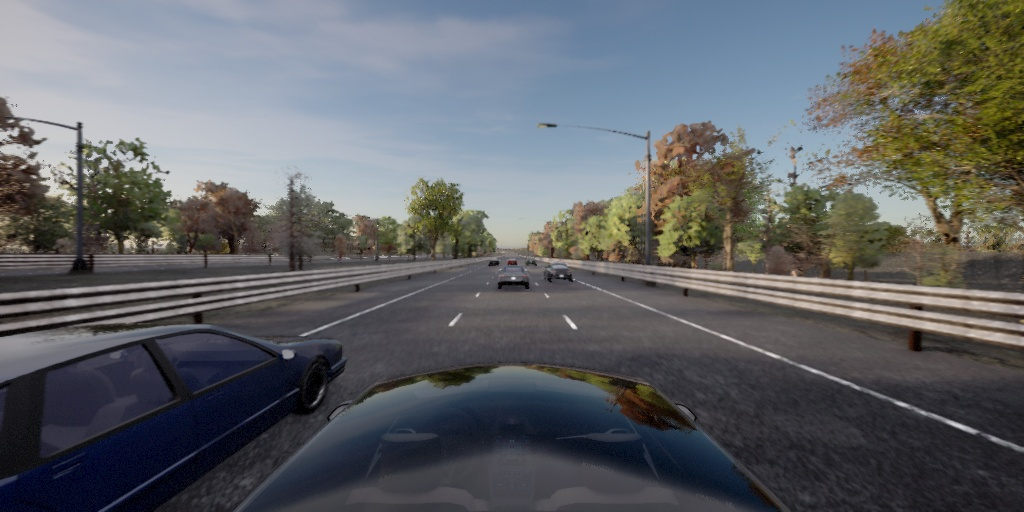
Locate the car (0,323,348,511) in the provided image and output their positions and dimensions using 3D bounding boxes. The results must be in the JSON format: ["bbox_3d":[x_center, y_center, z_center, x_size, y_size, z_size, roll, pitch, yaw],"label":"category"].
[{"bbox_3d":[-3.402,1.297,2.938,2.033,1.411,5.357,0,0,0],"label":"car"}]

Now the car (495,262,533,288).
[{"bbox_3d":[0.093,1.305,23.415,1.994,1.385,4.181,0,0,0],"label":"car"}]

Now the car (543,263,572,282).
[{"bbox_3d":[3.592,1.265,28.244,1.812,1.442,4.674,0,0,0],"label":"car"}]
